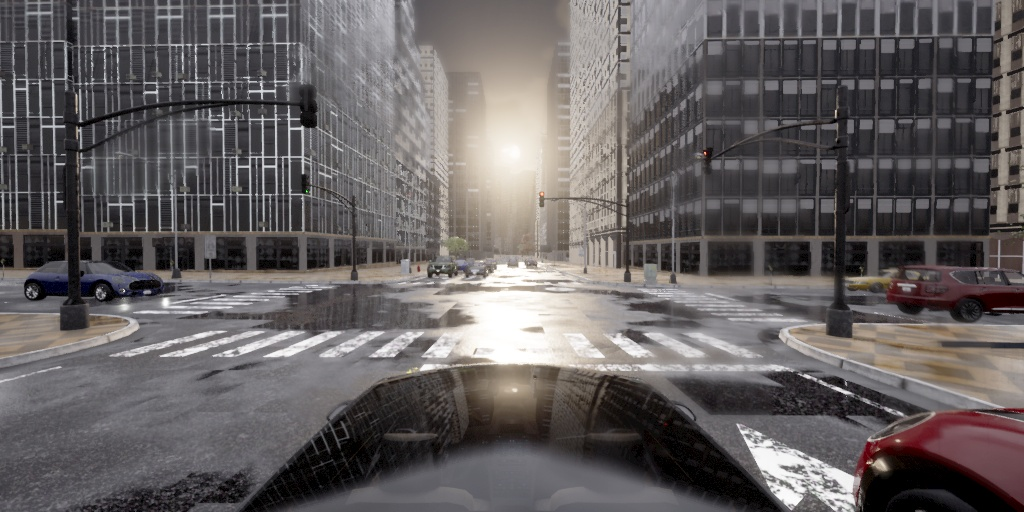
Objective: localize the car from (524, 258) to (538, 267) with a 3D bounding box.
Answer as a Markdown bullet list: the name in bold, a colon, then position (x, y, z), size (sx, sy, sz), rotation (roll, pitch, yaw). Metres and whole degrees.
- **car**: position (3.449, 1.303, 63.380), size (1.895, 1.301, 4.718), rotation (0, 0, 0)

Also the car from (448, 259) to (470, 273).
- **car**: position (-6.464, 1.201, 44.148), size (1.882, 1.535, 5.008), rotation (0, 0, 0)

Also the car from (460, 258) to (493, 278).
- **car**: position (-3.246, 1.224, 33.941), size (2.128, 1.511, 4.902), rotation (0, 0, 1)

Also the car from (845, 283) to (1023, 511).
- **car**: position (3.253, 1.103, 0.410), size (2.097, 1.767, 4.553), rotation (0, 0, 0)

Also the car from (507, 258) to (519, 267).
- **car**: position (0.199, 1.267, 63.362), size (1.994, 1.385, 4.181), rotation (0, 0, 0)

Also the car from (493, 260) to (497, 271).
- **car**: position (-3.218, 1.325, 43.222), size (1.895, 1.301, 4.718), rotation (0, 0, 0)

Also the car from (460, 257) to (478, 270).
- **car**: position (-6.423, 1.065, 53.816), size (2.097, 1.767, 4.553), rotation (0, 0, 0)

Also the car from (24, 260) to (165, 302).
- **car**: position (-18.151, 0.971, 15.742), size (4.553, 1.767, 2.097), rotation (1, 1, 3)

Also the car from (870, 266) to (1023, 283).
- **car**: position (16.224, 1.281, 12.525), size (5.009, 1.841, 2.192), rotation (0, 0, 1)

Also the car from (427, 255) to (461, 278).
- **car**: position (-6.487, 0.954, 34.183), size (2.150, 2.045, 5.566), rotation (0, 0, 0)

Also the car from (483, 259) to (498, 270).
- **car**: position (-3.176, 1.261, 53.925), size (2.033, 1.411, 5.357), rotation (0, 0, 0)

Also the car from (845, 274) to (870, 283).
- **car**: position (21.862, 1.409, 20.791), size (4.829, 1.417, 1.751), rotation (0, 0, 1)
